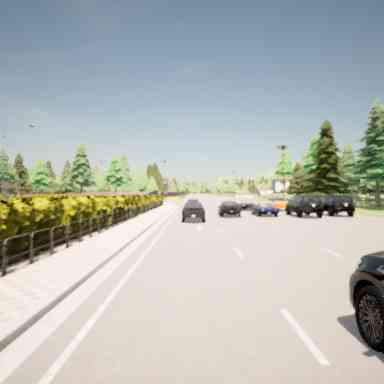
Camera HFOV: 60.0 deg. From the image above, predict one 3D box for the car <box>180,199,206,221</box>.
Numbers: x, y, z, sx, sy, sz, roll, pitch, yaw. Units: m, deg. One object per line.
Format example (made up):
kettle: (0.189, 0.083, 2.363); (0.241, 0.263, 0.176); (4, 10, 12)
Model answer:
car: (0.117, 1.560, 27.396); (1.837, 1.490, 4.892); (0, 0, 0)

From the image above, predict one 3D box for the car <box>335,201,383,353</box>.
car: (3.600, 1.231, 3.003); (2.150, 2.045, 5.566); (0, 0, 0)

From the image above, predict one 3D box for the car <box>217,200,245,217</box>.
car: (3.520, 1.545, 31.916); (1.882, 1.535, 5.008); (0, 0, 0)

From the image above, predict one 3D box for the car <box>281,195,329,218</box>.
car: (10.519, 1.291, 31.413); (2.150, 2.045, 5.566); (0, 0, 0)

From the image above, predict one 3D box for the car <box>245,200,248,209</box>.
car: (7.051, 1.694, 43.536); (1.895, 1.301, 4.718); (0, 0, 1)

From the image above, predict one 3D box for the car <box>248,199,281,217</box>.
car: (7.021, 1.671, 32.427); (1.895, 1.301, 4.718); (0, 0, 0)

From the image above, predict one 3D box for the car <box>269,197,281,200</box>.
car: (10.540, 1.443, 42.453); (2.097, 1.767, 4.553); (0, 0, 0)

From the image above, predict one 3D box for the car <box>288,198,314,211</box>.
car: (14.036, 1.602, 43.255); (1.837, 1.490, 4.892); (0, 0, 0)

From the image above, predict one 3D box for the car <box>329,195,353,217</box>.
car: (14.020, 1.296, 32.943); (2.150, 2.045, 5.566); (0, 0, 0)
